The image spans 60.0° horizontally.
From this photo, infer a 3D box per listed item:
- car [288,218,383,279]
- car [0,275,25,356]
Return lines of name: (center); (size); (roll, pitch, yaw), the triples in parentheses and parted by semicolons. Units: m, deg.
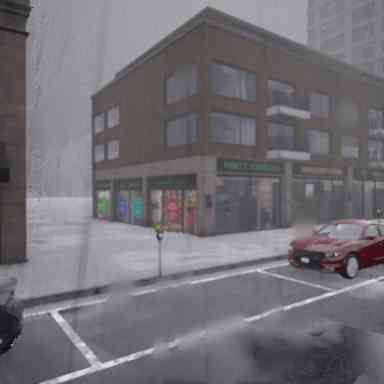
car: (4.761, 1.514, 9.924); (4.507, 1.381, 1.887); (0, 0, -35)
car: (-4.237, 1.556, 3.510); (4.403, 1.369, 2.008); (0, 0, -35)
